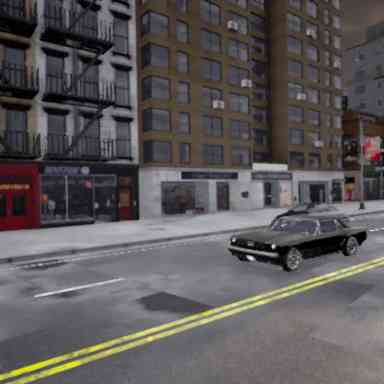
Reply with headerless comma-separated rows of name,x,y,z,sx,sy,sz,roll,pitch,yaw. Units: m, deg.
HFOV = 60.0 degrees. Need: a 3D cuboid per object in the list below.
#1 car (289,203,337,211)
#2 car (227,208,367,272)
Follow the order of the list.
car,5.748,1.250,16.053,4.181,1.385,1.994,-2,1,-37
car,3.351,1.409,10.236,4.718,1.301,1.895,-2,1,-37
